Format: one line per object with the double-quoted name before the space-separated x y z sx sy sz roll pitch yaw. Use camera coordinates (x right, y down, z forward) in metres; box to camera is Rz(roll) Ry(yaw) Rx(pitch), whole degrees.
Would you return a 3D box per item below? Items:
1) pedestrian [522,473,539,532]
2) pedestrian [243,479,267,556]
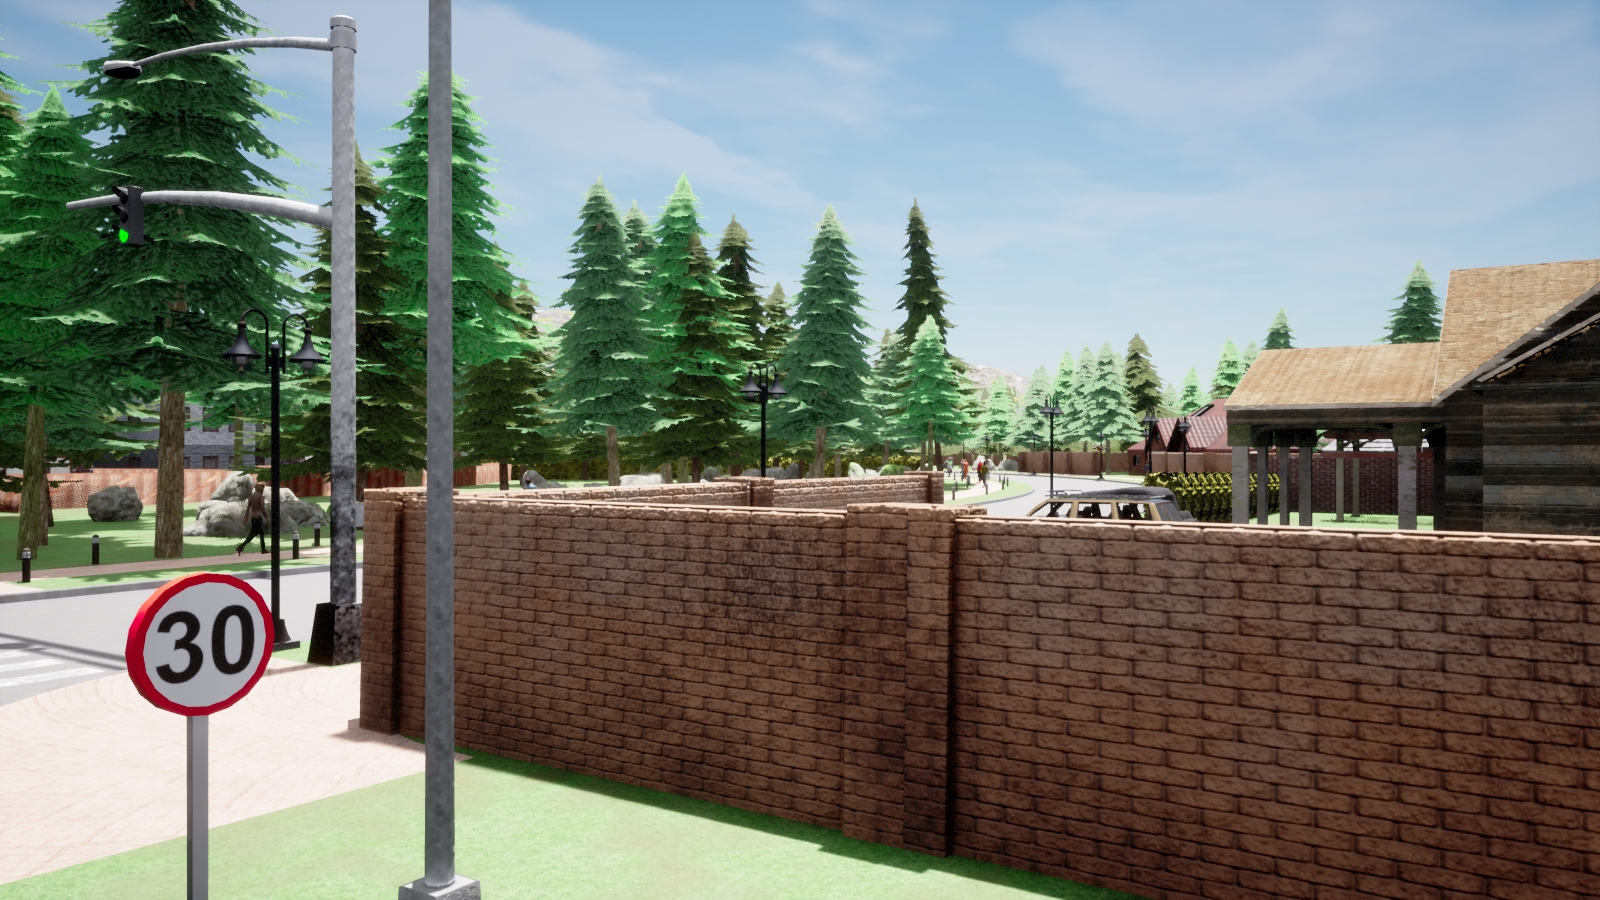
"pedestrian" -8.489 1.646 35.970 0.375 1.860 0.375 0 0 34
"pedestrian" -13.394 1.647 28.069 0.375 1.860 0.375 0 0 28
